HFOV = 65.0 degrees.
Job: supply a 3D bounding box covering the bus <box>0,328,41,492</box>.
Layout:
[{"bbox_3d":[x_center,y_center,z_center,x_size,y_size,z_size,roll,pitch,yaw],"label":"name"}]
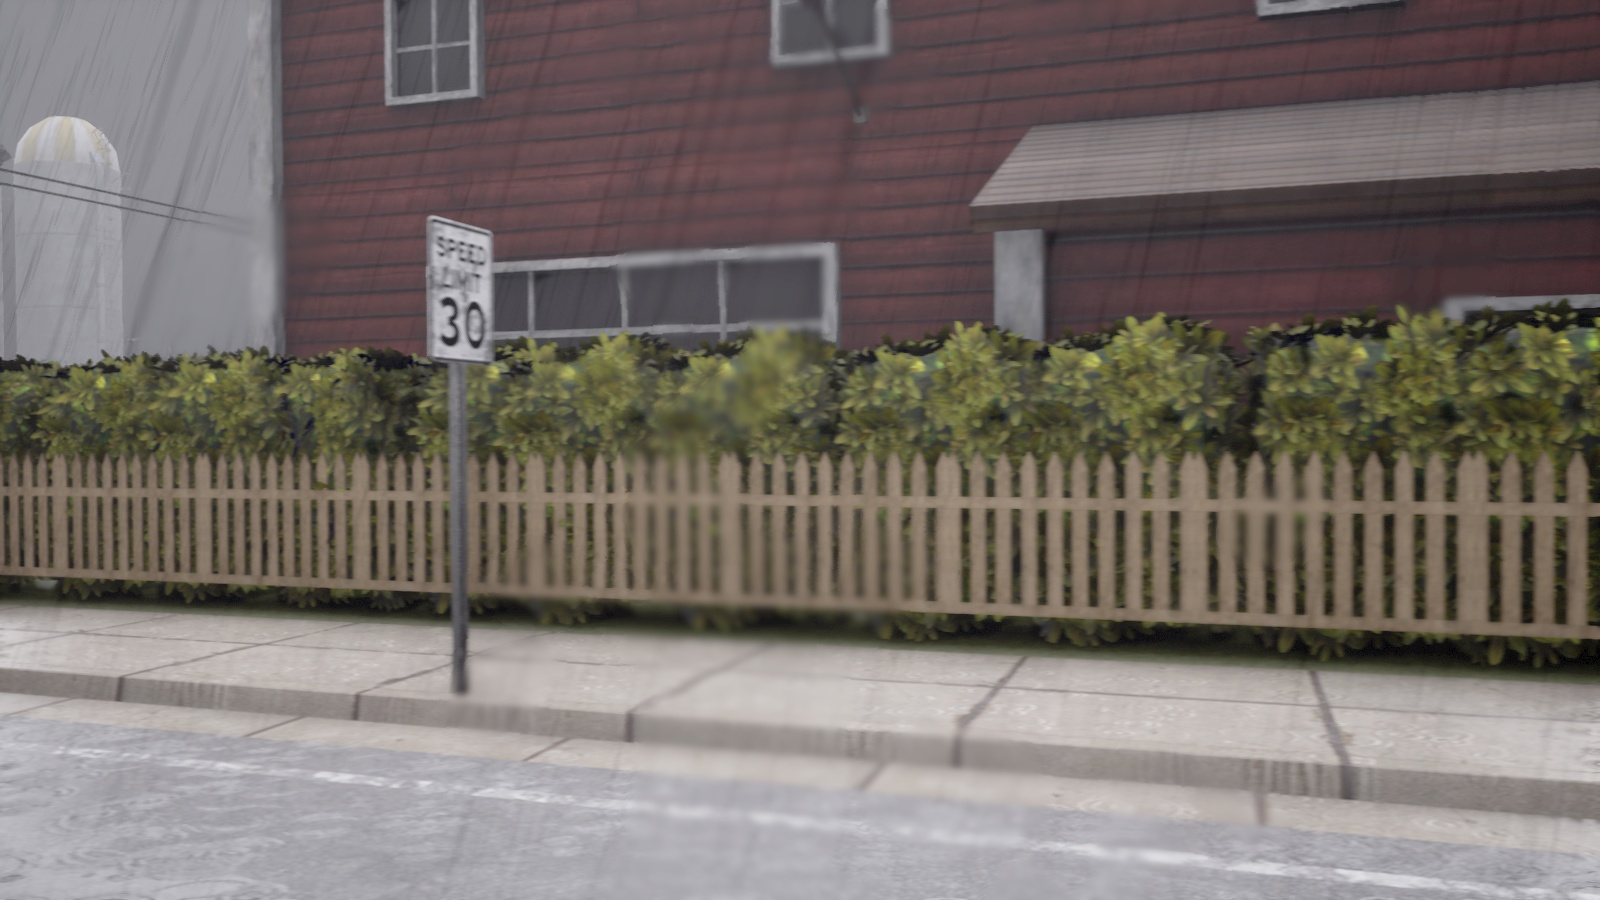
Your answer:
[{"bbox_3d":[-23.827,-0.993,29.377,3.944,4.253,10.273,0,1,18],"label":"bus"}]
